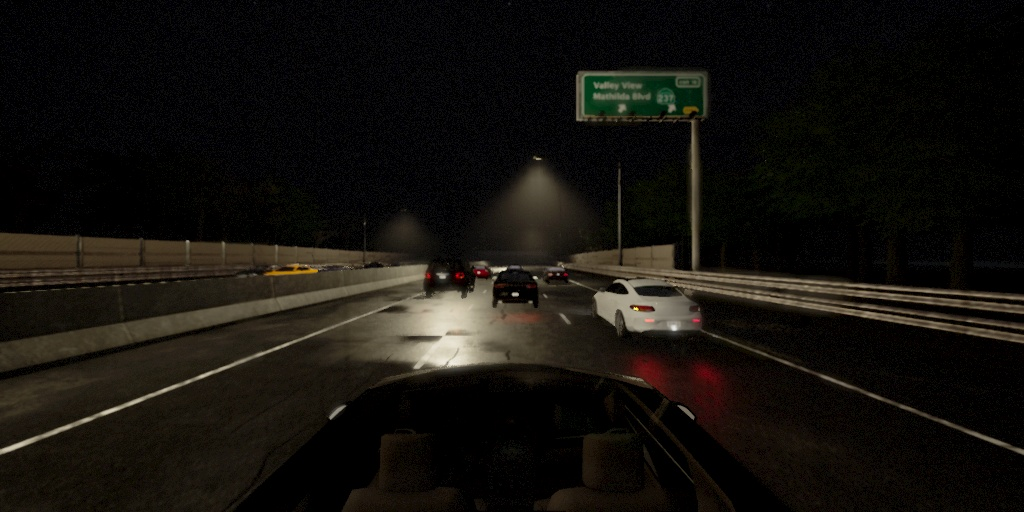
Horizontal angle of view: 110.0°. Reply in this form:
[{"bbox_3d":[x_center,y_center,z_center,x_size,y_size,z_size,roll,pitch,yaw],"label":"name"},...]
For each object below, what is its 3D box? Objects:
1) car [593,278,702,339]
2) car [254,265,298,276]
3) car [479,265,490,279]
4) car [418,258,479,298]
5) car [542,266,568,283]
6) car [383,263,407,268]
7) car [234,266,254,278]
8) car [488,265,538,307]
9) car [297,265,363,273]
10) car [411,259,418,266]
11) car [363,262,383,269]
[{"bbox_3d":[3.614,1.356,10.267,1.812,1.442,4.674,0,0,0],"label":"car"},{"bbox_3d":[-17.485,1.466,28.423,1.882,1.535,5.008,0,0,0],"label":"car"},{"bbox_3d":[-3.218,1.631,37.133,1.994,1.385,4.181,0,-1,1],"label":"car"},{"bbox_3d":[-3.339,1.139,20.044,2.150,2.045,5.566,0,0,0],"label":"car"},{"bbox_3d":[3.733,1.565,31.348,2.033,1.411,5.357,0,-1,0],"label":"car"},{"bbox_3d":[-17.186,1.767,54.284,2.033,1.411,5.357,0,-1,1],"label":"car"},{"bbox_3d":[-20.971,1.495,30.240,2.128,1.511,4.902,0,-1,0],"label":"car"},{"bbox_3d":[0.142,1.362,16.345,1.882,1.535,5.008,0,0,0],"label":"car"},{"bbox_3d":[-13.990,1.533,28.068,2.033,1.411,5.357,0,-1,0],"label":"car"},{"bbox_3d":[-13.687,1.448,54.734,2.150,2.045,5.566,0,-1,1],"label":"car"},{"bbox_3d":[-20.699,1.721,53.763,1.837,1.490,4.892,0,-1,1],"label":"car"}]
